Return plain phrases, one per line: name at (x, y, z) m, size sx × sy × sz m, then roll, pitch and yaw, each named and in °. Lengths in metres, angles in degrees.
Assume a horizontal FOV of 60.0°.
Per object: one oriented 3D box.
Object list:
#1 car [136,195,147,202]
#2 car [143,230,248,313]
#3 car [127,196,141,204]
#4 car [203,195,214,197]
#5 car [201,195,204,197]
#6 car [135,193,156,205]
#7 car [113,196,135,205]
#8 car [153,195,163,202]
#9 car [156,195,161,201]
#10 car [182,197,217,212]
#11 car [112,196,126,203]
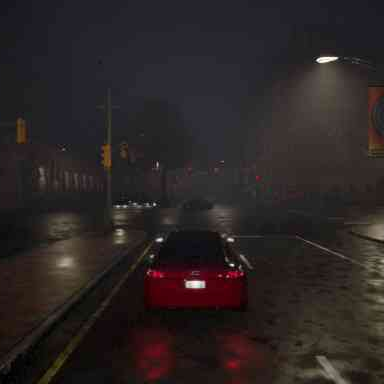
car at (-11.538, 1.478, 76.608) m, size 1.882 × 1.535 × 5.008 m, roll 0°, pitch 0°, yaw 0°
car at (0.071, 1.564, 7.746) m, size 1.994 × 1.385 × 4.181 m, roll 0°, pitch 0°, yaw 0°
car at (-11.559, 1.564, 66.189) m, size 1.994 × 1.385 × 4.181 m, roll 0°, pitch 0°, yaw 0°
car at (3.568, 1.526, 62.794) m, size 1.812 × 1.442 × 4.674 m, roll 0°, pitch 0°, yaw 0°
car at (3.456, 1.524, 90.156) m, size 1.812 × 1.442 × 4.674 m, roll 0°, pitch 0°, yaw 0°
car at (-8.109, 1.221, 58.610) m, size 2.150 × 2.045 × 5.566 m, roll 0°, pitch 0°, yaw 0°
car at (-11.610, 1.564, 56.895) m, size 1.994 × 1.385 × 4.181 m, roll 0°, pitch 0°, yaw 0°
car at (-8.039, 1.500, 78.613) m, size 1.837 × 1.490 × 4.892 m, roll 0°, pitch 0°, yaw 0°
car at (-8.038, 1.601, 68.409) m, size 1.895 × 1.301 × 4.718 m, roll 0°, pitch 0°, yaw 0°
car at (0.782, 1.564, 38.705) m, size 1.994 × 1.385 × 4.181 m, roll 0°, pitch 0°, yaw 38°
car at (-14.783, 1.595, 67.851) m, size 1.895 × 1.301 × 4.718 m, roll 0°, pitch 0°, yaw 0°
